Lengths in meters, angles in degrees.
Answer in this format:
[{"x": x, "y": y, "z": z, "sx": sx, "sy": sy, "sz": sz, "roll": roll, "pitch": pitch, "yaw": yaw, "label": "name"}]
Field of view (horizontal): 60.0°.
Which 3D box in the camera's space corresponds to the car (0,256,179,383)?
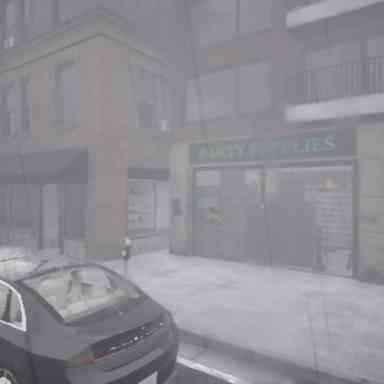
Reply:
[{"x": -2.201, "y": 1.534, "z": 4.346, "sx": 4.403, "sy": 1.369, "sz": 2.008, "roll": 0, "pitch": 0, "yaw": 35, "label": "car"}]
